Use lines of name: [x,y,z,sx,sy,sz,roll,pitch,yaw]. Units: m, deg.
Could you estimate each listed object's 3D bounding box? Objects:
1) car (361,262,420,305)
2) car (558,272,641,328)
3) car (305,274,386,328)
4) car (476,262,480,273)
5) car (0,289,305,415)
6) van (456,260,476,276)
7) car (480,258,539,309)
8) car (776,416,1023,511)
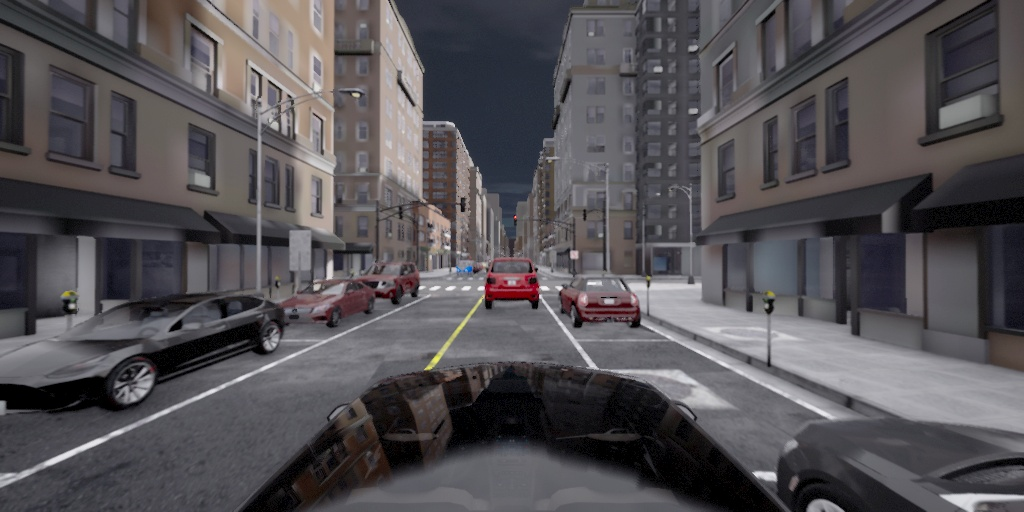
car: [-5.861,1.210,17.253,2.192,1.841,5.009,0,0,0]
car: [2.666,1.284,11.757,1.967,1.591,4.097,0,0,0]
car: [-5.860,1.426,11.729,1.802,1.307,4.207,0,0,0]
car: [-5.870,1.511,49.795,2.192,1.841,5.009,0,0,0]
car: [-5.858,1.358,6.206,1.948,1.339,4.313,0,0,0]
van: [-5.868,1.485,44.199,1.690,1.789,3.998,0,0,0]
car: [-0.003,1.099,15.866,2.150,2.045,5.566,0,0,0]
car: [2.669,1.291,0.707,2.007,1.370,4.403,0,0,0]
